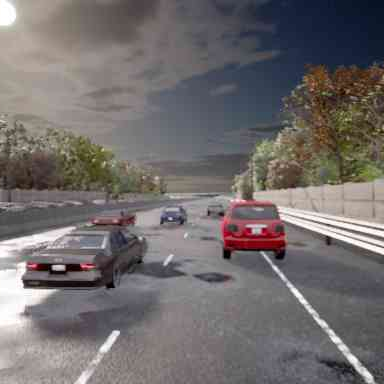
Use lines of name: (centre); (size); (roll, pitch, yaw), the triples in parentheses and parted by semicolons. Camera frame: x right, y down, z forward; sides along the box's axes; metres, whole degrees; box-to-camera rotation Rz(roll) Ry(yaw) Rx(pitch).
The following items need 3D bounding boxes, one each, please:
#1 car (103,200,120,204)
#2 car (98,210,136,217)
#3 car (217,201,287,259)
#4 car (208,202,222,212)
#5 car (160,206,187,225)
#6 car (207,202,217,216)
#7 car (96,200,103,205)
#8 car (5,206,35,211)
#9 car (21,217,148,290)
car: (-16.336, 2.433, 69.011); (1.837, 1.490, 4.892); (0, -1, 4)
car: (-5.245, 1.901, 23.129); (1.895, 1.301, 4.718); (0, -1, 4)
car: (2.244, 1.369, 13.313); (2.150, 2.045, 5.566); (0, -1, 4)
car: (3.331, 2.126, 48.159); (1.994, 1.385, 4.181); (0, -1, 4)
car: (-1.458, 1.858, 27.310); (1.812, 1.442, 4.674); (0, -1, 4)
car: (2.691, 1.930, 37.752); (2.128, 1.511, 4.902); (0, -1, 4)
car: (-19.581, 2.524, 72.983); (1.812, 1.442, 4.674); (0, -1, 4)
car: (-15.517, 1.981, 29.968); (2.033, 1.411, 5.357); (0, -1, 4)
car: (-2.639, 1.671, 9.522); (2.033, 1.411, 5.357); (0, -1, 4)
